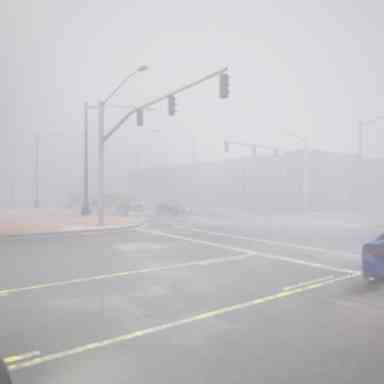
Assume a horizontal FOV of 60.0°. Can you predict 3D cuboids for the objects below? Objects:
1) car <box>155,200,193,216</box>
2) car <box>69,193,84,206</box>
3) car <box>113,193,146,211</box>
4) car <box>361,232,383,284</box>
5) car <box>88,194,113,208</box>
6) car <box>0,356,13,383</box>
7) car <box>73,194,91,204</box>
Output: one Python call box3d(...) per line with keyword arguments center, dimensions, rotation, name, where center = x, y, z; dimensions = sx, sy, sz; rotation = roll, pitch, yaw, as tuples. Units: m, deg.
box3d(center=(-1.819, 1.516, 32.591), dimensions=(2.128, 1.511, 4.902), rotation=(0, 0, -36), name="car")
box3d(center=(-19.478, 1.247, 57.293), dimensions=(2.150, 2.045, 5.566), rotation=(0, 0, -37), name="car")
box3d(center=(-7.436, 1.377, 40.416), dimensions=(2.097, 1.767, 4.553), rotation=(0, 0, -36), name="car")
box3d(center=(6.153, 1.491, 8.563), dimensions=(5.008, 1.535, 1.882), rotation=(0, 0, -42), name="car")
box3d(center=(-13.444, 1.516, 48.802), dimensions=(2.128, 1.511, 4.902), rotation=(0, 0, -36), name="car")
box3d(center=(-3.398, 1.502, 1.323), dimensions=(4.892, 1.490, 1.837), rotation=(0, 0, -35), name="car")
box3d(center=(-22.310, 1.386, 67.318), dimensions=(2.097, 1.767, 4.553), rotation=(0, 0, -36), name="car")
